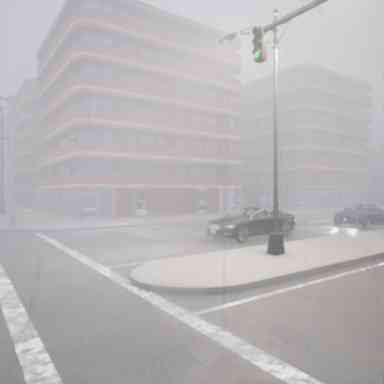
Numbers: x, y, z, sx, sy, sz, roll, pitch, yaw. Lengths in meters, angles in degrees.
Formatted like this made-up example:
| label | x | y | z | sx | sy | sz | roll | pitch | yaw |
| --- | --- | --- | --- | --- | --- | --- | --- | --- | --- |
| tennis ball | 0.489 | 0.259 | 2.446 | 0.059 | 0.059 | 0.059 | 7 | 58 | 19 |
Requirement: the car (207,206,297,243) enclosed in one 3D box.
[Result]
| label | x | y | z | sx | sy | sz | roll | pitch | yaw |
| --- | --- | --- | --- | --- | --- | --- | --- | --- | --- |
| car | 2.923 | 1.454 | 15.901 | 4.902 | 1.511 | 2.128 | 0 | 0 | -35 |

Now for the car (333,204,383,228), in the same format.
| label | x | y | z | sx | sy | sz | roll | pitch | yaw |
| --- | --- | --- | --- | --- | --- | --- | --- | --- | --- |
| car | 11.073 | 1.493 | 21.717 | 4.181 | 1.385 | 1.994 | 0 | 0 | -36 |
